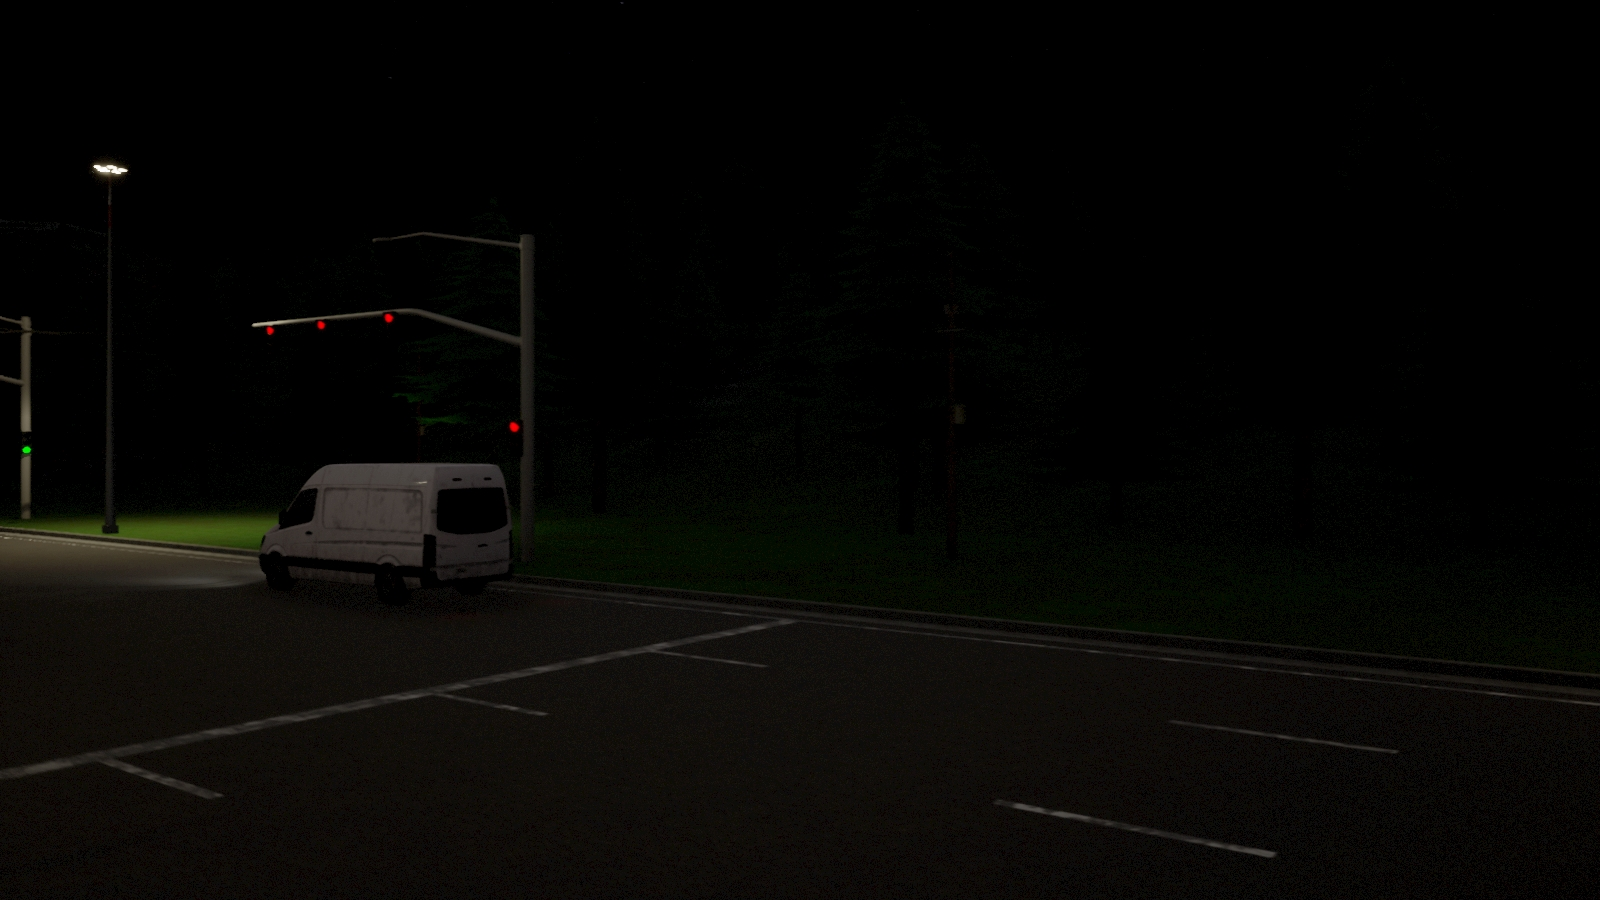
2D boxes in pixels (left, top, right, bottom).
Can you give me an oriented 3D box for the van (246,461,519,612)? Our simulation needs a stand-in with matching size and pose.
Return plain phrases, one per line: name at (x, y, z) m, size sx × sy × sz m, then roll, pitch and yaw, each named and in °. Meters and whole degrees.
van at (-8.284, 1.531, 22.390) m, size 5.915 × 2.561 × 1.988 m, roll 0°, pitch 0°, yaw 35°
